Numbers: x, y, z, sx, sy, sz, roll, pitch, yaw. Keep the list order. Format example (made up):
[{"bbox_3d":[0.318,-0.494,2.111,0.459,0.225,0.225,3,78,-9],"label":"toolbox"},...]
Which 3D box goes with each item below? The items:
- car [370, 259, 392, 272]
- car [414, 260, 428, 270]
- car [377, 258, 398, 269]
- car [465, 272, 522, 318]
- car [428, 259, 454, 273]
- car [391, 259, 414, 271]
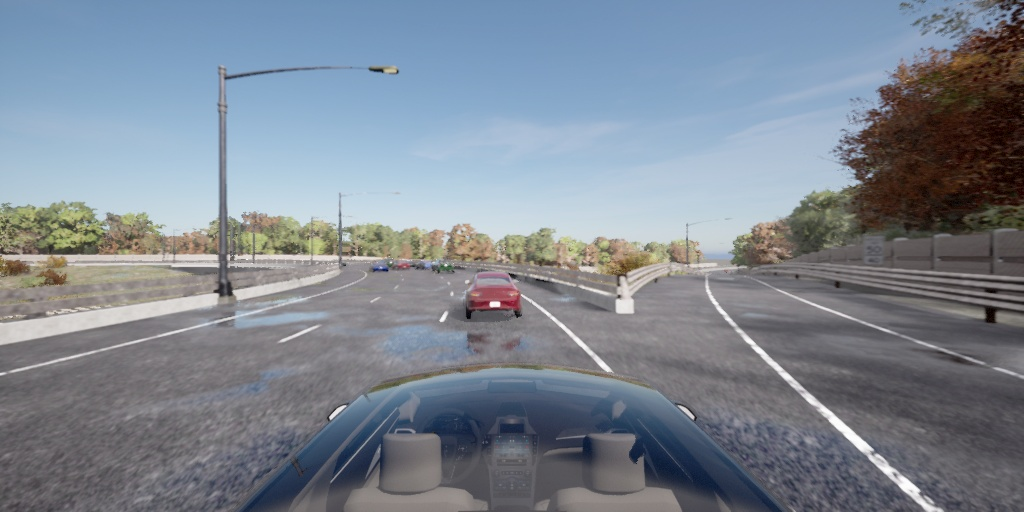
[{"bbox_3d":[-17.684,1.417,47.645,1.994,1.385,4.181,0,0,-27],"label":"car"},{"bbox_3d":[-13.105,1.375,54.158,2.033,1.411,5.357,0,0,-30],"label":"car"},{"bbox_3d":[-21.331,1.230,61.323,2.097,1.767,4.553,0,0,-35],"label":"car"},{"bbox_3d":[-0.729,1.291,13.038,1.812,1.442,4.674,0,0,-5],"label":"car"},{"bbox_3d":[-8.572,1.152,44.205,2.097,1.767,4.553,0,0,-22],"label":"car"},{"bbox_3d":[-16.287,1.371,52.696,1.812,1.442,4.674,0,0,-30],"label":"car"}]
